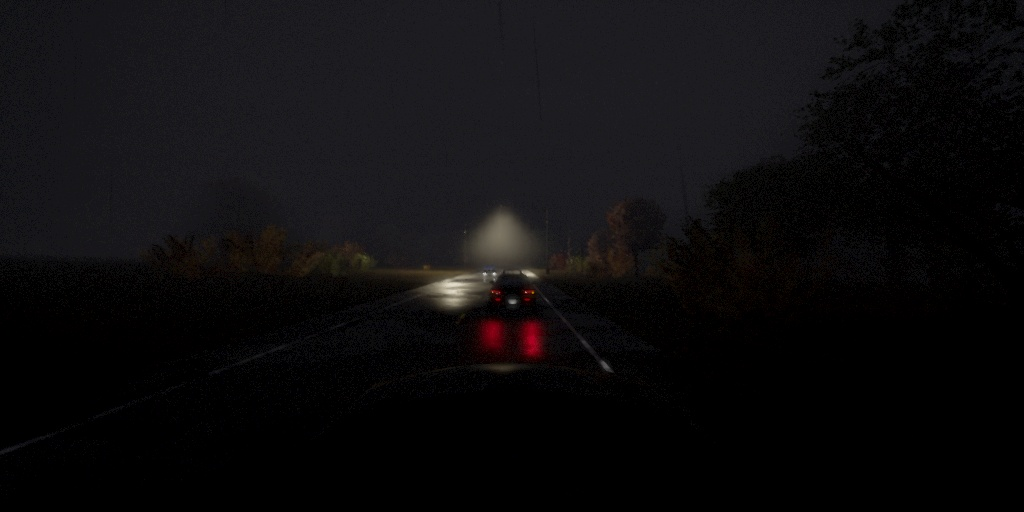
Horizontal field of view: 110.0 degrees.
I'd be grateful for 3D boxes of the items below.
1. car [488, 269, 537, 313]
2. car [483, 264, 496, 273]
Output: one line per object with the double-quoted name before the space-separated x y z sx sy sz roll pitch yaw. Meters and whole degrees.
"car" 0.043 1.448 14.826 1.812 1.442 4.674 0 -1 0
"car" -3.592 2.045 58.593 1.812 1.442 4.674 0 -1 0
